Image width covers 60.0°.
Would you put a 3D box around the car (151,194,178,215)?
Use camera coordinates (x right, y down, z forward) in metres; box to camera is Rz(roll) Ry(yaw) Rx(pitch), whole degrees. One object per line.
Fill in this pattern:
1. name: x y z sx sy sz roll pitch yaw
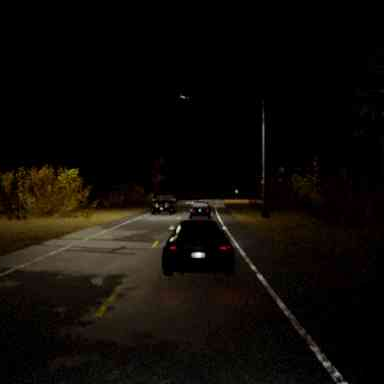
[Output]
1. car: -2.733 1.233 34.055 2.150 2.045 5.566 0 0 3

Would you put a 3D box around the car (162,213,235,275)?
1. car: 0.198 1.575 10.487 1.994 1.385 4.181 0 0 1

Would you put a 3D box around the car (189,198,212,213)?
1. car: 0.764 1.564 29.697 2.033 1.411 5.357 0 0 2

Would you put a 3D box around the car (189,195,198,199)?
1. car: 0.399 1.360 74.311 2.128 1.511 4.902 0 0 6
